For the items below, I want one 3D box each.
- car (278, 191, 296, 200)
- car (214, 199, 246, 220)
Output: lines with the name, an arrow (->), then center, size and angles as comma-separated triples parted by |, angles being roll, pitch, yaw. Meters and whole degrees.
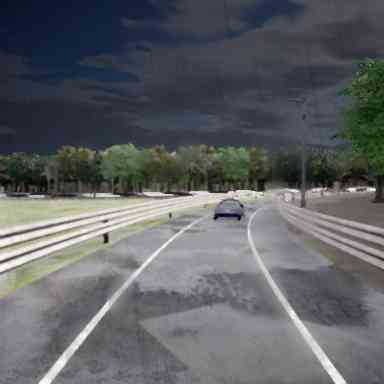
car -> 15.945, 0.510, 55.741 | 2.128, 1.511, 4.902 | 1, 2, 32
car -> 2.810, 1.192, 24.223 | 1.994, 1.385, 4.181 | 0, 1, 13
